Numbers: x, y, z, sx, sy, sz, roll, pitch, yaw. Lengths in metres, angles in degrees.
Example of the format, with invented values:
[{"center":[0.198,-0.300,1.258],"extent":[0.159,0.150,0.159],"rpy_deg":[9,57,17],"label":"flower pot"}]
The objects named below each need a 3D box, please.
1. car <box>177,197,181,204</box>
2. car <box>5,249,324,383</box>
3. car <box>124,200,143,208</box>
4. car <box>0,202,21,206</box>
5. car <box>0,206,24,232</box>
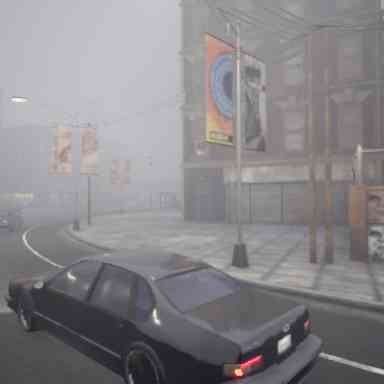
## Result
[{"center":[-3.777,2.464,93.281],"extent":[2.435,2.045,5.566],"rpy_deg":[-1,-1,25],"label":"car"},{"center":[-0.935,1.619,5.062],"extent":[5.357,1.411,2.033],"rpy_deg":[-1,-1,42],"label":"car"},{"center":[-12.002,2.386,68.558],"extent":[1.882,1.535,5.008],"rpy_deg":[-1,-1,25],"label":"car"},{"center":[-20.827,1.915,36.789],"extent":[2.097,1.767,4.553],"rpy_deg":[0,-1,9],"label":"car"},{"center":[-12.758,1.893,22.545],"extent":[2.033,1.411,5.357],"rpy_deg":[0,-1,-18],"label":"car"}]
